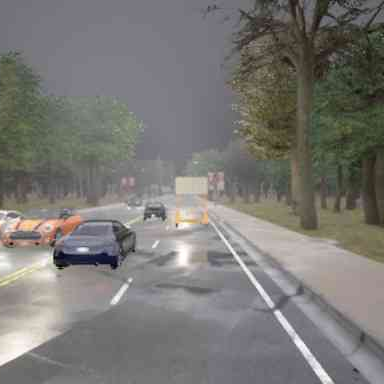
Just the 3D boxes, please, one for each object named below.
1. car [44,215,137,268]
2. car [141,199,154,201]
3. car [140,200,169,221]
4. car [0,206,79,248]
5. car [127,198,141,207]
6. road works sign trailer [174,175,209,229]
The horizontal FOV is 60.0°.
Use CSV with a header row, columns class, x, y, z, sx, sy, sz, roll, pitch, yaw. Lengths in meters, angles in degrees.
class,x,y,z,sx,sy,sz,roll,pitch,yaw
car,-3.160,1.651,11.601,1.994,1.385,4.181,0,0,0
car,-6.732,1.956,55.641,2.033,1.411,5.357,0,0,0
car,-3.203,1.728,29.947,1.837,1.490,4.892,0,0,0
car,-6.616,1.468,15.338,2.097,1.767,4.553,0,0,0
car,-9.982,1.781,58.654,2.097,1.767,4.553,0,0,0
road works sign trailer,-0.031,0.638,23.269,2.380,3.560,2.880,0,0,0
